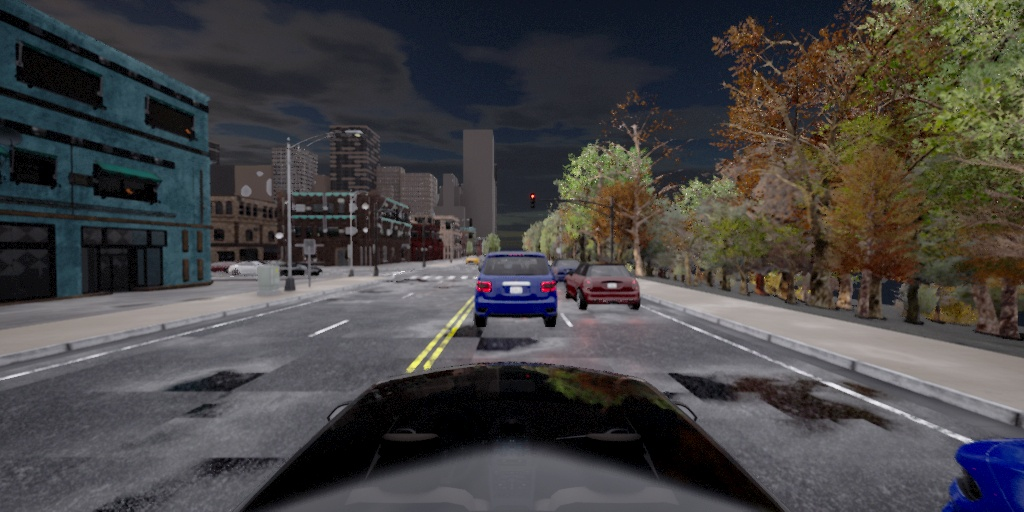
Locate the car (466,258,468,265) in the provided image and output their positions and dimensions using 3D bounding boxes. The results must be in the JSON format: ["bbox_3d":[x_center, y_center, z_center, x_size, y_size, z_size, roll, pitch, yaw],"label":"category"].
[{"bbox_3d":[-6.569,0.682,59.944,1.882,1.535,5.008,0,0,0],"label":"car"}]

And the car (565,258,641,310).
[{"bbox_3d":[3.348,0.988,14.116,2.097,1.767,4.553,0,1,0],"label":"car"}]

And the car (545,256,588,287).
[{"bbox_3d":[3.350,0.905,22.954,2.097,1.767,4.553,0,1,0],"label":"car"}]

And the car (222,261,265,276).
[{"bbox_3d":[-25.797,1.249,36.021,4.674,1.442,1.812,-1,1,0],"label":"car"}]

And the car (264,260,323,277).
[{"bbox_3d":[-19.950,1.273,33.314,4.313,1.339,1.948,0,0,0],"label":"car"}]

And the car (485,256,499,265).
[{"bbox_3d":[-3.318,0.694,60.313,2.128,1.511,4.902,0,0,0],"label":"car"}]

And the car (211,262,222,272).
[{"bbox_3d":[-33.819,1.285,41.833,4.207,1.307,1.802,0,0,0],"label":"car"}]

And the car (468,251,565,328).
[{"bbox_3d":[0.096,0.883,11.139,2.150,2.045,5.566,0,0,0],"label":"car"}]
